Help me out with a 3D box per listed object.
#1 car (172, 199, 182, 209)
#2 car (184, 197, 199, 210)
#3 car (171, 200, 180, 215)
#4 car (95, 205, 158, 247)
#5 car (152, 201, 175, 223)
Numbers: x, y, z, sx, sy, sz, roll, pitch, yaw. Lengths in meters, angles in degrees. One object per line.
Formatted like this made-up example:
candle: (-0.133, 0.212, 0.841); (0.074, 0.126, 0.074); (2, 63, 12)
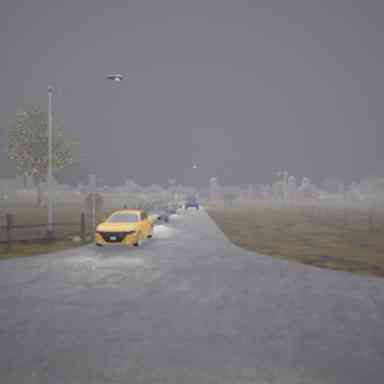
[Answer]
car: (-2.773, 1.911, 56.300); (2.097, 1.767, 4.553); (0, 0, 0)
car: (-0.019, 1.735, 51.843); (2.150, 2.045, 5.566); (0, -1, 0)
car: (-2.850, 1.950, 39.769); (1.994, 1.385, 4.181); (0, -1, 0)
car: (-3.090, 1.633, 16.060); (1.882, 1.535, 5.008); (0, 0, 3)
car: (-2.859, 1.766, 28.494); (2.128, 1.511, 4.902); (0, -1, 0)
